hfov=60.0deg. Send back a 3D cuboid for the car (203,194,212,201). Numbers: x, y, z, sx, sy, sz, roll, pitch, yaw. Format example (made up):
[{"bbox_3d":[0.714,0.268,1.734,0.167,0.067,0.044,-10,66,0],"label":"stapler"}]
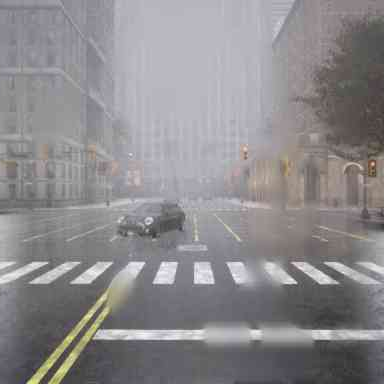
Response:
[{"bbox_3d":[3.691,1.280,78.572,2.097,1.767,4.553,0,0,1],"label":"car"}]

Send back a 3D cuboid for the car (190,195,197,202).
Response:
[{"bbox_3d":[0.192,1.449,78.638,2.128,1.511,4.902,0,0,1],"label":"car"}]

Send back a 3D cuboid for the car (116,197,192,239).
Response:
[{"bbox_3d":[-2.019,1.352,17.615,2.097,1.767,4.553,0,0,23],"label":"car"}]

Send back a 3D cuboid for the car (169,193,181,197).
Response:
[{"bbox_3d":[-3.497,1.221,64.531,2.150,2.045,5.566,0,0,1],"label":"car"}]

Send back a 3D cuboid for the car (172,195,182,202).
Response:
[{"bbox_3d":[-3.347,1.500,74.991,1.837,1.490,4.892,0,0,1],"label":"car"}]

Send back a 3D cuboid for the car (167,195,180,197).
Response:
[{"bbox_3d":[-3.546,1.601,54.813,1.895,1.301,4.718,0,0,1],"label":"car"}]
